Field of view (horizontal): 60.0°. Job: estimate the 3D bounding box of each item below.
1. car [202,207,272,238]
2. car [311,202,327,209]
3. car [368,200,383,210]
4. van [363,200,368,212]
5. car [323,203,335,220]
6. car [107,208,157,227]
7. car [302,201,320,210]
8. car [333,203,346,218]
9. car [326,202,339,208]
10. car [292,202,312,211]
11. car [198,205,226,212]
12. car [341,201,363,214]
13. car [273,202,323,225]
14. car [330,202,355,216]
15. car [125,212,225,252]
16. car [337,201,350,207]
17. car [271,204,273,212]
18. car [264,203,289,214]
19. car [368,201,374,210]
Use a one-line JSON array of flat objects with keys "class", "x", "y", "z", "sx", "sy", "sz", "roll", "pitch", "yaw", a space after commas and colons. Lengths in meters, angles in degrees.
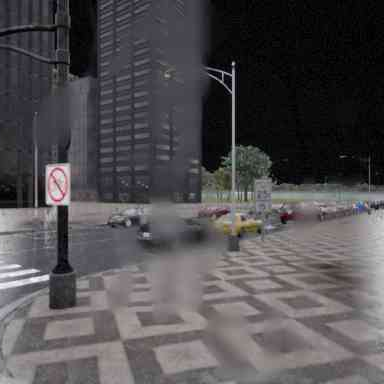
[{"class": "car", "x": 2.779, "y": 1.822, "z": 19.636, "sx": 1.752, "sy": 1.417, "sz": 4.829, "roll": -1, "pitch": -2, "yaw": 35}, {"class": "car", "x": 25.236, "y": 2.669, "z": 65.805, "sx": 1.887, "sy": 1.381, "sz": 4.507, "roll": -1, "pitch": -2, "yaw": 35}, {"class": "car", "x": 35.451, "y": 2.537, "z": 65.452, "sx": 2.192, "sy": 1.841, "sz": 5.009, "roll": -1, "pitch": -2, "yaw": 35}, {"class": "van", "x": 25.619, "y": 2.287, "z": 51.666, "sx": 1.690, "sy": 1.788, "sz": 3.998, "roll": -1, "pitch": -2, "yaw": 35}, {"class": "car", "x": 12.511, "y": 2.112, "z": 33.282, "sx": 1.887, "sy": 1.381, "sz": 4.507, "roll": -1, "pitch": -2, "yaw": 35}, {"class": "car", "x": -4.255, "y": 1.839, "z": 24.453, "sx": 2.008, "sy": 1.369, "sz": 4.403, "roll": -1, "pitch": -1, "yaw": 35}, {"class": "car", "x": 21.959, "y": 2.473, "z": 61.213, "sx": 1.967, "sy": 1.590, "sz": 4.097, "roll": -1, "pitch": -2, "yaw": 35}, {"class": "car", "x": 15.792, "y": 2.244, "z": 37.881, "sx": 1.802, "sy": 1.307, "sz": 4.206, "roll": -1, "pitch": -2, "yaw": 36}, {"class": "car", "x": 31.791, "y": 2.887, "z": 74.994, "sx": 1.802, "sy": 1.307, "sz": 4.206, "roll": -1, "pitch": -2, "yaw": 35}, {"class": "car", "x": 18.682, "y": 2.491, "z": 56.616, "sx": 2.008, "sy": 1.369, "sz": 4.403, "roll": -1, "pitch": -2, "yaw": 35}, {"class": "car", "x": 2.298, "y": 2.013, "z": 33.643, "sx": 1.887, "sy": 1.381, "sz": 4.507, "roll": -1, "pitch": -2, "yaw": 35}, {"class": "car", "x": 22.342, "y": 2.292, "z": 47.069, "sx": 1.967, "sy": 1.590, "sz": 4.097, "roll": -1, "pitch": -2, "yaw": 35}, {"class": "car", "x": 9.233, "y": 1.790, "z": 28.693, "sx": 2.192, "sy": 1.841, "sz": 5.009, "roll": -1, "pitch": -2, "yaw": 35}, {"class": "car", "x": 19.065, "y": 2.302, "z": 42.472, "sx": 1.887, "sy": 1.381, "sz": 4.507, "roll": -1, "pitch": -2, "yaw": 35}, {"class": "car", "x": -0.596, "y": 1.773, "z": 14.903, "sx": 1.947, "sy": 1.339, "sz": 4.313, "roll": -1, "pitch": -2, "yaw": 35}, {"class": "car", "x": 38.345, "y": 3.033, "z": 84.183, "sx": 2.008, "sy": 1.369, "sz": 4.403, "roll": -1, "pitch": -1, "yaw": 35}, {"class": "car", "x": 8.851, "y": 2.207, "z": 42.832, "sx": 2.008, "sy": 1.369, "sz": 4.403, "roll": -1, "pitch": -2, "yaw": 35}, {"class": "car", "x": 12.127, "y": 2.302, "z": 47.426, "sx": 2.008, "sy": 1.369, "sz": 4.403, "roll": -1, "pitch": -2, "yaw": 35}, {"class": "car", "x": 28.897, "y": 2.590, "z": 56.256, "sx": 2.008, "sy": 1.369, "sz": 4.403, "roll": -1, "pitch": -2, "yaw": 35}]
